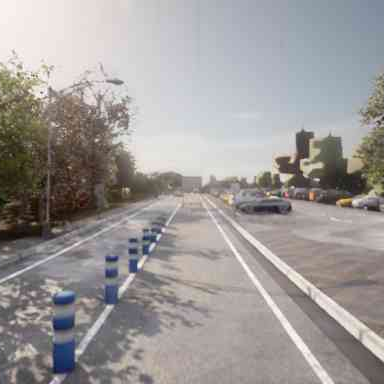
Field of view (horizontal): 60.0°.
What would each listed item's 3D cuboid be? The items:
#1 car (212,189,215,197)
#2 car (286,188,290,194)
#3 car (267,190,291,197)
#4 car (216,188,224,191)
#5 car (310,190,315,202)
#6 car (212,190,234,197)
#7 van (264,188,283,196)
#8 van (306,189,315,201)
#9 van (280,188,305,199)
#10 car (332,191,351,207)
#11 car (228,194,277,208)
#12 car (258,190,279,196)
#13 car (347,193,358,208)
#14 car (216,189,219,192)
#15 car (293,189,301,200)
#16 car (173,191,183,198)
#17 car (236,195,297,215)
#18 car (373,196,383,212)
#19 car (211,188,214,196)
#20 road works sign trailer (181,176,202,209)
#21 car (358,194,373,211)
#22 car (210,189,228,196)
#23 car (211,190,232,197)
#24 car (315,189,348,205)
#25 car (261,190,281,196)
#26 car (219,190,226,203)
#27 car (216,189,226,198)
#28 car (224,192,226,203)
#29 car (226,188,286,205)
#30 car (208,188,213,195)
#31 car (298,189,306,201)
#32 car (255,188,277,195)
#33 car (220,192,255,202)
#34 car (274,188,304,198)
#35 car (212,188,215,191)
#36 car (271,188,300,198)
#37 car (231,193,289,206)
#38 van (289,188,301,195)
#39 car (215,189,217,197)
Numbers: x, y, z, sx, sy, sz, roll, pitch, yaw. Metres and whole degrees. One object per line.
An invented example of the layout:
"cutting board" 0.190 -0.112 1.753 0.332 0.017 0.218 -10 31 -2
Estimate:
"car" 7.067 0.541 66.847 4.792 1.488 2.163 0 1 0
"car" 20.134 0.588 61.119 5.008 1.535 2.097 0 1 0
"car" 20.261 0.343 77.738 5.008 1.535 2.097 0 1 0
"car" 7.058 0.511 58.519 4.553 1.767 2.185 0 1 0
"car" 19.986 0.884 47.281 4.792 1.488 2.163 0 1 0
"car" 7.195 0.348 77.949 4.892 1.521 2.231 0 1 0
"van" 20.430 0.033 83.399 4.442 1.987 1.878 0 1 0
"van" 20.155 0.563 50.167 4.442 1.987 1.878 0 1 0
"van" 20.058 0.281 66.656 4.442 1.987 1.878 0 1 0
"car" 19.760 1.046 38.975 5.366 1.575 1.946 0 1 0
"car" 7.052 1.052 39.099 5.366 1.575 1.946 0 1 0
"car" 20.353 0.179 88.818 5.008 1.535 2.097 0 1 0
"car" 19.920 1.154 36.205 4.674 1.452 2.002 0 1 0
"car" 6.998 0.685 55.742 4.892 1.521 2.231 0 1 0
"car" 20.112 0.709 55.583 4.792 1.488 2.163 0 1 0
"car" -3.121 0.454 72.422 1.812 1.442 4.674 0 1 0
"car" 6.768 1.280 30.776 4.792 1.488 2.163 0 1 0
"car" 19.909 1.116 30.787 4.553 1.767 2.185 0 1 0
"car" 7.113 0.459 72.398 4.792 1.488 2.163 0 1 0
"road works sign trailer" -0.029 -0.015 37.215 2.380 3.560 2.880 -1 1 0
"car" 19.870 1.209 33.436 4.792 1.488 2.163 0 1 0
"car" 7.249 0.058 89.050 4.553 1.767 2.185 0 1 0
"car" 7.205 0.307 80.725 4.892 1.521 2.231 0 1 0
"car" 20.020 0.668 44.506 5.566 2.045 2.435 0 1 0
"car" 20.333 0.260 86.047 4.674 1.452 2.002 0 1 0
"car" 6.727 0.921 44.653 5.366 1.575 1.946 0 1 0
"car" 6.774 0.791 50.325 5.366 1.575 1.946 0 1 0
"car" 6.896 0.991 41.877 4.892 1.521 2.231 0 1 0
"car" 6.872 0.869 36.319 5.566 2.045 2.435 0 1 0
"car" 6.980 0.385 75.175 5.366 1.575 1.946 0 1 0
"car" 20.090 0.759 52.944 4.792 1.488 2.163 0 1 0
"car" 20.354 -0.115 91.708 5.566 2.045 2.435 0 1 0
"car" 7.167 0.734 52.974 5.366 1.575 1.946 0 1 0
"car" 20.170 0.214 69.424 5.566 2.045 2.435 0 1 0
"car" 7.090 0.500 69.622 4.792 1.488 2.163 0 1 0
"car" 20.193 0.174 72.194 5.566 2.045 2.435 0 1 0
"car" 6.826 1.185 33.550 5.008 1.535 2.097 0 1 0
"van" 19.998 0.407 58.331 4.442 1.987 1.878 0 1 0
"car" 7.080 0.623 61.294 4.792 1.488 2.163 0 1 0
